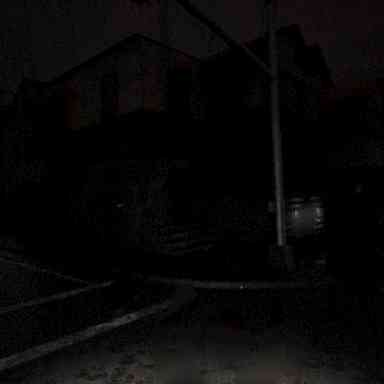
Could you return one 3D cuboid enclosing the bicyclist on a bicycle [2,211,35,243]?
[{"bbox_3d":[-9.091,1.823,17.477,0.582,1.620,1.656,-3,-1,42],"label":"bicyclist on a bicycle"}]
